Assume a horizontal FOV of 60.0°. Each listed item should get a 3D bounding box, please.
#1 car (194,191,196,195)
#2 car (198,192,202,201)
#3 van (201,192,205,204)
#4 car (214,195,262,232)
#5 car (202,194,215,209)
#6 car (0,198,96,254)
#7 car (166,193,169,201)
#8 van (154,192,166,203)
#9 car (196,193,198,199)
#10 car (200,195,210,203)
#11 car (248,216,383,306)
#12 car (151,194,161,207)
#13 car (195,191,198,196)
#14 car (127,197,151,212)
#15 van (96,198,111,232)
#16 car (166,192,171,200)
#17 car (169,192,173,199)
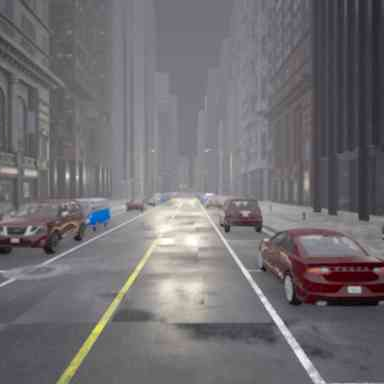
[{"bbox_3d":[2.381,0.922,92.380,2.192,1.841,5.009,0,0,0],"label":"car"},{"bbox_3d":[2.522,1.180,58.563,1.967,1.590,4.097,0,0,0],"label":"car"},{"bbox_3d":[2.568,1.126,47.290,1.690,1.788,3.998,0,0,0],"label":"van"},{"bbox_3d":[2.686,1.220,19.109,2.192,1.841,5.009,0,0,0],"label":"car"},{"bbox_3d":[2.592,1.333,41.825,1.752,1.417,4.829,0,0,0],"label":"car"},{"bbox_3d":[-5.816,1.259,13.422,2.192,1.841,5.009,0,0,0],"label":"car"},{"bbox_3d":[-6.026,1.297,64.153,1.947,1.339,4.313,0,0,0],"label":"car"},{"bbox_3d":[-6.004,1.094,58.515,1.690,1.788,3.998,0,0,0],"label":"van"},{"bbox_3d":[2.475,1.246,69.836,2.008,1.369,4.403,0,0,0],"label":"car"},{"bbox_3d":[2.498,1.243,64.369,1.752,1.417,4.829,0,0,0],"label":"car"},{"bbox_3d":[2.734,1.502,7.838,1.887,1.381,4.507,0,0,0],"label":"car"},{"bbox_3d":[-5.956,1.364,47.243,1.947,1.339,4.313,0,0,0],"label":"car"},{"bbox_3d":[2.428,1.091,81.107,1.967,1.590,4.097,0,0,0],"label":"car"},{"bbox_3d":[-5.909,1.389,35.970,1.887,1.381,4.507,0,0,0],"label":"car"},{"bbox_3d":[-5.839,1.259,19.058,1.690,1.788,3.998,0,0,0],"label":"van"},{"bbox_3d":[-6.049,1.275,69.790,1.947,1.339,4.313,0,0,0],"label":"car"},{"bbox_3d":[-6.074,1.001,75.425,2.192,1.841,5.009,0,0,0],"label":"car"}]
